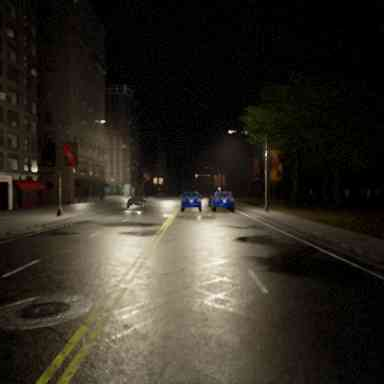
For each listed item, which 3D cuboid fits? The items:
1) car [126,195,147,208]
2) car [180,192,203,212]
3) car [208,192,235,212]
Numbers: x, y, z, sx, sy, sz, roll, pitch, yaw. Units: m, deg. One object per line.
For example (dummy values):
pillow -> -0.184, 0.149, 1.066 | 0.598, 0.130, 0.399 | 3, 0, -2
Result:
car -> -6.562, 1.094, 39.880 | 2.033, 1.411, 5.357 | 0, 0, 0
car -> -0.054, 0.998, 35.332 | 2.150, 2.045, 5.566 | 0, 0, 0
car -> 3.196, 0.997, 35.338 | 2.150, 2.045, 5.566 | 0, 0, 0
